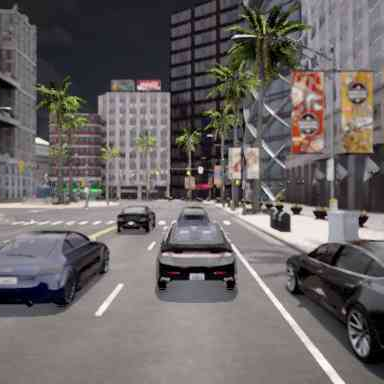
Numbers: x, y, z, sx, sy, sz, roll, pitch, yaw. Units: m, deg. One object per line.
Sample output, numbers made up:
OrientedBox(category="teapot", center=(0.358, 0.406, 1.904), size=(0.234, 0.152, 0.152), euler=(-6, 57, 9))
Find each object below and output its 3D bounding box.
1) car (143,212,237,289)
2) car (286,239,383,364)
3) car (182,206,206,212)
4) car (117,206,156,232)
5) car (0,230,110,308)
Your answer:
OrientedBox(category="car", center=(0.099, 1.549, 9.282), size=(2.128, 1.511, 4.902), euler=(0, 0, 0))
OrientedBox(category="car", center=(3.191, 1.550, 5.932), size=(2.161, 1.482, 4.786), euler=(0, 0, -1))
OrientedBox(category="car", center=(0.099, 1.629, 20.308), size=(1.837, 1.490, 4.892), euler=(0, 0, 0))
OrientedBox(category="car", center=(-3.400, 1.605, 21.037), size=(1.882, 1.535, 5.008), euler=(0, 0, 0))
OrientedBox(category="car", center=(-3.400, 1.614, 8.140), size=(1.994, 1.385, 4.181), euler=(0, 0, 0))
